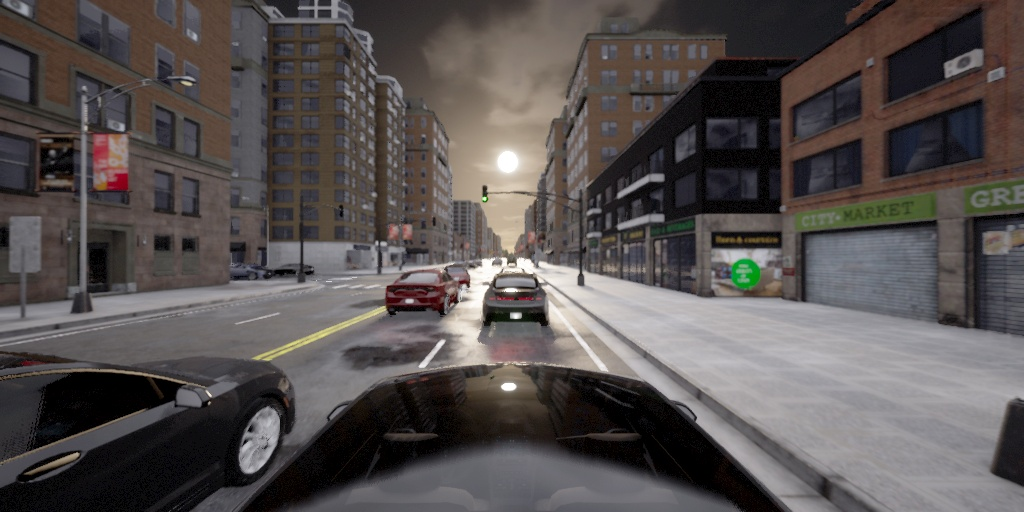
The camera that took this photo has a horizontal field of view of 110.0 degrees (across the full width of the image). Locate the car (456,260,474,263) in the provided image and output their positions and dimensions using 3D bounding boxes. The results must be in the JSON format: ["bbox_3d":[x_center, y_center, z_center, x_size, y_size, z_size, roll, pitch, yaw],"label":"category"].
[{"bbox_3d":[-6.611,1.328,46.750,2.033,1.411,5.357,0,0,0],"label":"car"}]

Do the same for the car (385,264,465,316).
[{"bbox_3d":[-3.153,1.232,13.498,1.882,1.535,5.008,0,0,0],"label":"car"}]

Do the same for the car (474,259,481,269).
[{"bbox_3d":[-6.592,1.338,57.202,2.033,1.411,5.357,0,0,1],"label":"car"}]

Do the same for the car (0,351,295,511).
[{"bbox_3d":[-3.147,1.255,1.730,1.837,1.490,4.892,0,0,0],"label":"car"}]

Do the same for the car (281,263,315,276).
[{"bbox_3d":[-22.158,1.356,36.038,4.313,1.339,1.948,0,0,0],"label":"car"}]

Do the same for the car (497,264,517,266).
[{"bbox_3d":[0.066,1.361,23.047,1.895,1.301,4.718,0,0,0],"label":"car"}]

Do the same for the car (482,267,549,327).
[{"bbox_3d":[0.098,1.259,11.505,1.837,1.490,4.892,0,0,0],"label":"car"}]

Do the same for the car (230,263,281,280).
[{"bbox_3d":[-22.642,1.323,30.559,4.181,1.385,1.994,0,0,0],"label":"car"}]

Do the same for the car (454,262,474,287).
[{"bbox_3d":[-3.982,1.326,24.472,1.994,1.385,4.181,0,0,-13],"label":"car"}]
